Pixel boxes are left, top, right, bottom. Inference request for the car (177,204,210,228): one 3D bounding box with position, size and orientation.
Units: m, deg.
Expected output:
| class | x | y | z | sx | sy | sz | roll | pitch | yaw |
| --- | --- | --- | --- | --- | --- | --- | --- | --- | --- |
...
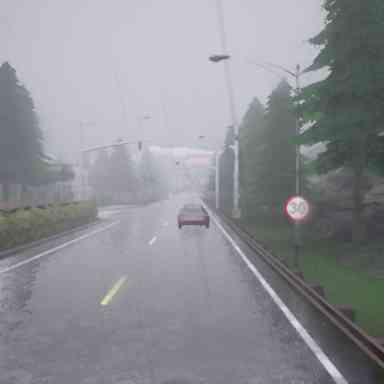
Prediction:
| class | x | y | z | sx | sy | sz | roll | pitch | yaw |
| --- | --- | --- | --- | --- | --- | --- | --- | --- | --- |
| car | 0.103 | 1.454 | 21.232 | 1.994 | 1.385 | 4.181 | 0 | 0 | 0 |
